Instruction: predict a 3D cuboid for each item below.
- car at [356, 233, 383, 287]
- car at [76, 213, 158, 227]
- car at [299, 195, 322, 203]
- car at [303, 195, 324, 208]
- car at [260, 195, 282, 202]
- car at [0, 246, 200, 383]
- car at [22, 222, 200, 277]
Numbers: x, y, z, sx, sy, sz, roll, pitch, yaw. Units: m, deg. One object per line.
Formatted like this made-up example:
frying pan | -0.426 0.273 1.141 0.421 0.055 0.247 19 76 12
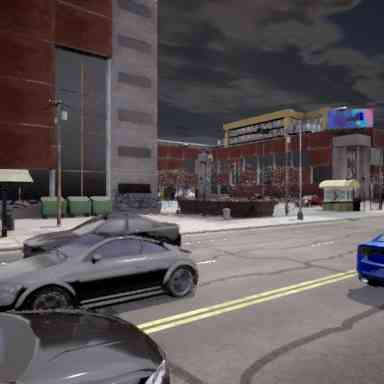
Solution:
car | 6.018 1.478 8.107 5.008 1.535 1.882 0 0 -35
car | -2.661 1.477 10.696 5.008 1.535 1.882 0 0 -36
car | 23.522 1.420 66.197 4.674 1.452 2.002 0 0 -36
car | 16.636 1.254 47.128 4.553 1.767 2.185 0 0 -36
car | 17.701 1.399 74.335 4.786 1.482 2.161 0 0 -36
car | -2.402 1.491 2.034 4.902 1.511 2.128 0 0 -36
car | -1.890 1.564 6.945 4.181 1.385 1.994 0 0 -36
